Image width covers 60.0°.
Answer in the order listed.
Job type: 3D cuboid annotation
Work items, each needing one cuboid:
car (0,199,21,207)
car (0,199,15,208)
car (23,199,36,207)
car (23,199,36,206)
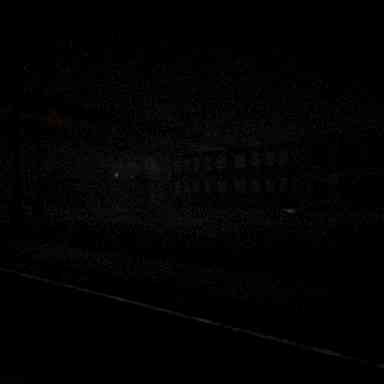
[{"bbox_3d":[-33.125,1.943,59.222,4.536,1.218,1.853,-1,0,7],"label":"car"},{"bbox_3d":[-33.072,2.100,59.215,4.974,1.542,2.038,-1,0,7],"label":"car"},{"bbox_3d":[-29.544,2.077,60.430,2.038,1.542,4.974,0,0,-23],"label":"car"},{"bbox_3d":[-29.566,1.920,60.478,1.853,1.218,4.536,0,0,-23],"label":"car"}]
